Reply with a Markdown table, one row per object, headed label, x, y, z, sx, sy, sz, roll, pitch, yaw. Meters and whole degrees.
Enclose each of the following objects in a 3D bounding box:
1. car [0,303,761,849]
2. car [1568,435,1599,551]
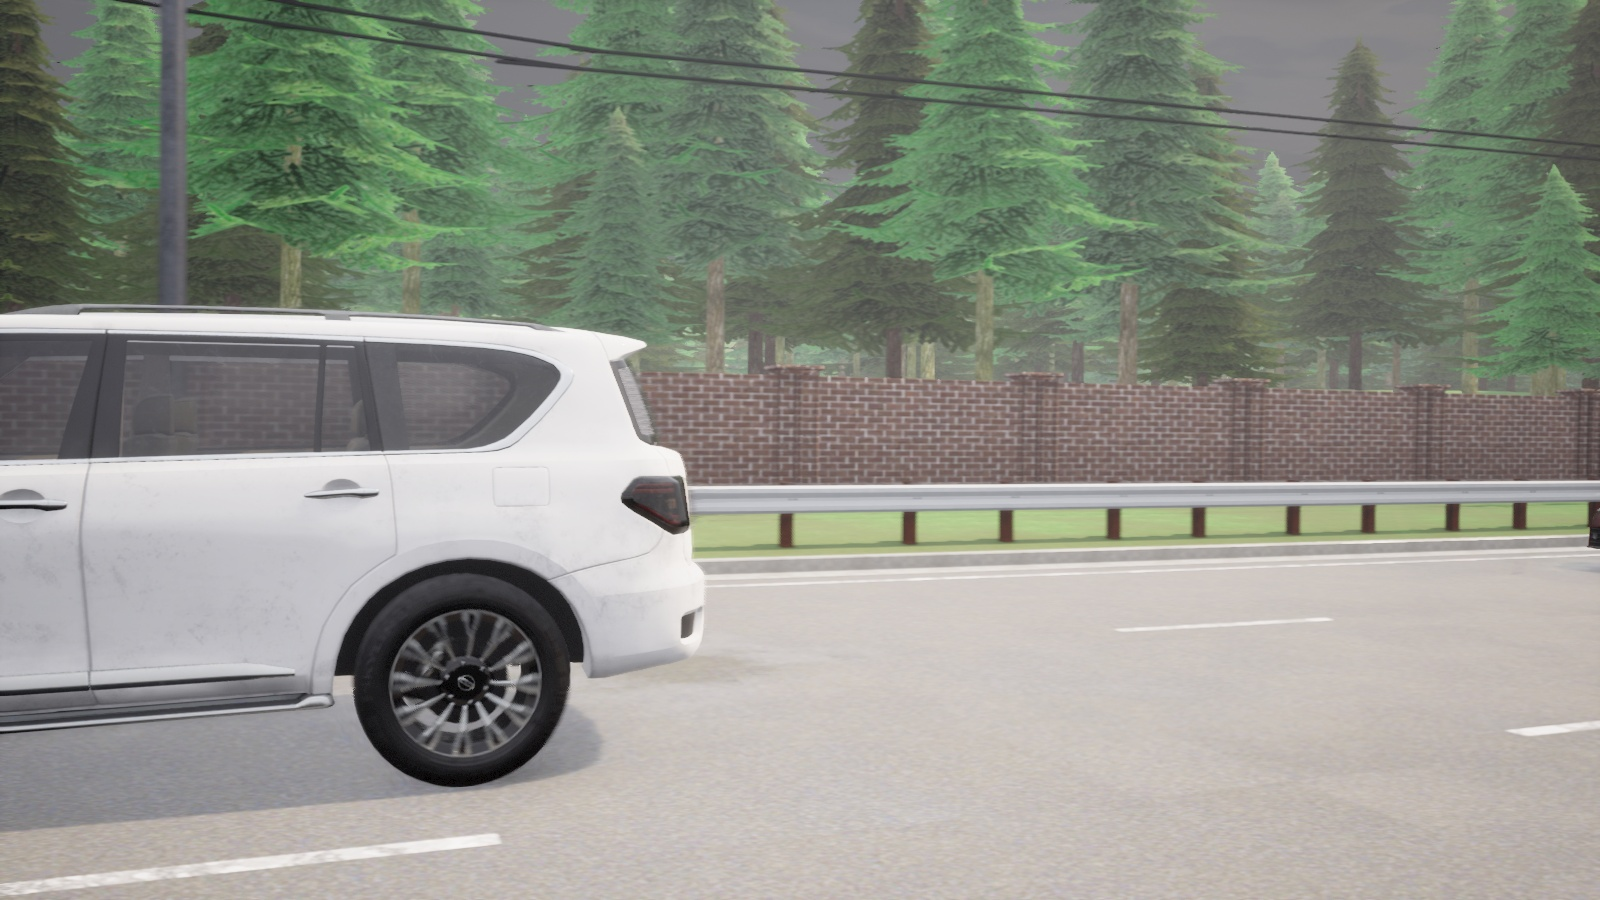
| label | x | y | z | sx | sy | sz | roll | pitch | yaw |
| --- | --- | --- | --- | --- | --- | --- | --- | --- | --- |
| car | -3.173 | 0.457 | 5.775 | 5.566 | 2.045 | 2.150 | -1 | 1 | -21 |
| car | 11.706 | 0.488 | 15.172 | 4.181 | 1.385 | 1.994 | -1 | 1 | -21 |
